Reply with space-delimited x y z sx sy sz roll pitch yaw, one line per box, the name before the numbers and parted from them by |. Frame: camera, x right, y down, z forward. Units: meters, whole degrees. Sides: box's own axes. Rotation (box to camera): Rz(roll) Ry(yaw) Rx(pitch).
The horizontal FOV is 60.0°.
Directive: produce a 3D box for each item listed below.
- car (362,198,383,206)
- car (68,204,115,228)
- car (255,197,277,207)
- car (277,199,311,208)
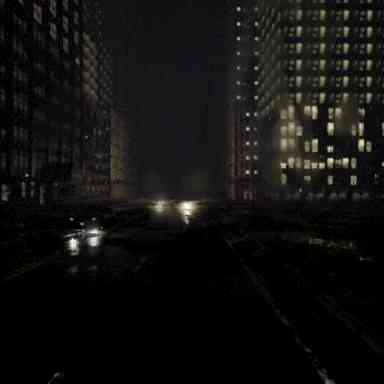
car | 32.741 1.724 59.593 4.097 1.590 1.967 1 0 -1
car | -6.604 1.540 22.637 2.033 1.411 5.357 0 0 0
car | 12.243 1.654 53.637 5.008 1.535 1.882 1 1 -1
car | 15.913 1.809 50.872 4.403 1.369 2.008 1 0 -1
